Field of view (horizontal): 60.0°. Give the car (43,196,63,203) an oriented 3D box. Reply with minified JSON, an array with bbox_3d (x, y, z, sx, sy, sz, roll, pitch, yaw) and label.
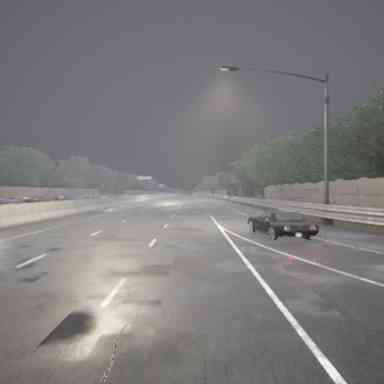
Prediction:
[{"bbox_3d":[-28.060,1.488,67.315,1.837,1.490,4.892,0,0,0],"label":"car"}]

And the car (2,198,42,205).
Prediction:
[{"bbox_3d":[-17.582,1.511,33.905,1.837,1.490,4.892,0,0,0],"label":"car"}]

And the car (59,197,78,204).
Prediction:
[{"bbox_3d":[-24.556,1.610,66.323,1.895,1.301,4.718,0,0,0],"label":"car"}]

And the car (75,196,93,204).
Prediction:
[{"bbox_3d":[-21.052,1.514,65.090,1.837,1.490,4.892,0,0,0],"label":"car"}]

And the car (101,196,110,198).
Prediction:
[{"bbox_3d":[-17.561,1.538,67.685,1.812,1.442,4.674,0,0,0],"label":"car"}]

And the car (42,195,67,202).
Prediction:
[{"bbox_3d":[-21.063,1.557,49.632,2.033,1.411,5.357,0,0,0],"label":"car"}]

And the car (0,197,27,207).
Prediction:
[{"bbox_3d":[-28.053,1.574,52.496,1.994,1.385,4.181,0,0,0],"label":"car"}]

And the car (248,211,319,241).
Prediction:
[{"bbox_3d":[4.350,1.603,16.739,1.895,1.301,4.718,0,0,-9],"label":"car"}]

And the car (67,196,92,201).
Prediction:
[{"bbox_3d":[-17.567,1.515,52.593,1.837,1.490,4.892,0,0,0],"label":"car"}]

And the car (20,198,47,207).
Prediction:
[{"bbox_3d":[-24.549,1.610,51.586,1.895,1.301,4.718,0,0,0],"label":"car"}]
